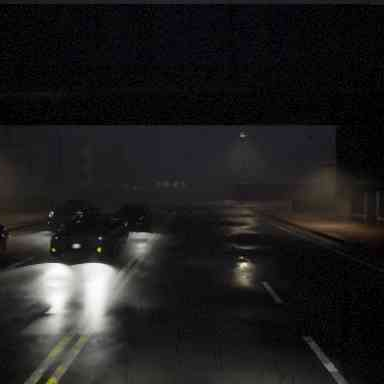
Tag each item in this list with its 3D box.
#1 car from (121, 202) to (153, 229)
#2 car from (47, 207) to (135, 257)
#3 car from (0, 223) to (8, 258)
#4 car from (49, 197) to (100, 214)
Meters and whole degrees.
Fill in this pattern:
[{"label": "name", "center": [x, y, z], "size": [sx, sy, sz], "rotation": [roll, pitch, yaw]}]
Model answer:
[{"label": "car", "center": [-3.508, 1.384, 20.242], "size": [1.837, 1.490, 4.892], "rotation": [0, 0, 0]}, {"label": "car", "center": [-3.592, 1.469, 12.304], "size": [1.994, 1.385, 4.181], "rotation": [0, 0, 0]}, {"label": "car", "center": [-7.095, 1.435, 9.257], "size": [1.837, 1.490, 4.892], "rotation": [0, 0, 0]}, {"label": "car", "center": [-7.008, 1.216, 20.269], "size": [2.097, 1.767, 4.553], "rotation": [0, 0, 0]}]
